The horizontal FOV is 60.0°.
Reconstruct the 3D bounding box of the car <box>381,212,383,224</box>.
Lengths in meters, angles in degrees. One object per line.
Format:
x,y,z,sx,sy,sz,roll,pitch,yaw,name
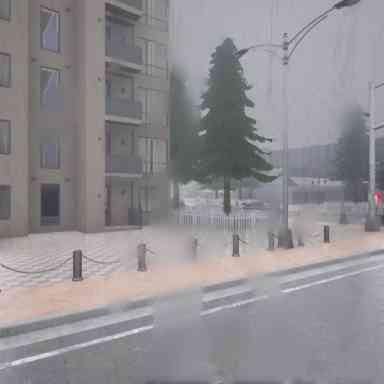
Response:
14.023,1.576,20.537,1.994,1.385,4.181,0,0,-27,car

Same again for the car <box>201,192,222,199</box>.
5.411,1.113,92.661,1.932,1.855,4.605,0,0,-37,car

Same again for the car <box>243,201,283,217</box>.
6.751,1.579,31.073,1.994,1.385,4.181,0,0,-37,car

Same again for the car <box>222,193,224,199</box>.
7.498,1.092,94.724,1.905,1.878,3.866,0,0,-37,car

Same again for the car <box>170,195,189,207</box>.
-3.246,1.563,50.381,2.033,1.411,5.357,0,0,-37,car
